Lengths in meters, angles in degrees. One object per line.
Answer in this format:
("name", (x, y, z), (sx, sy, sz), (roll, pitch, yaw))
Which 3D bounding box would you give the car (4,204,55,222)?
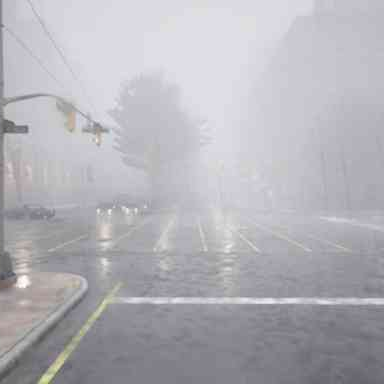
("car", (-13.118, 1.611, 26.009), (4.718, 1.301, 1.895), (0, 0, 24))

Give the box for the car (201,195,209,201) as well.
("car", (3.369, 1.561, 87.162), (2.128, 1.511, 4.902), (0, 0, 0))

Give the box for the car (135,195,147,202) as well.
("car", (-11.614, 1.556, 75.766), (2.128, 1.511, 4.902), (0, 0, 0))

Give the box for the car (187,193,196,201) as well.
("car", (-0.131, 1.260, 87.187), (2.150, 2.045, 5.566), (0, 0, 0))

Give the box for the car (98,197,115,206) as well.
("car", (-14.836, 1.618, 57.937), (1.895, 1.301, 4.718), (0, 0, 0))

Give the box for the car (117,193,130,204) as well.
("car", (-11.621, 1.244, 55.648), (2.150, 2.045, 5.566), (0, 0, 1))

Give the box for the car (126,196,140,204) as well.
("car", (-11.598, 1.590, 65.532), (1.994, 1.385, 4.181), (0, 0, 0))

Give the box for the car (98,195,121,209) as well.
("car", (-11.657, 1.544, 46.236), (1.812, 1.442, 4.674), (0, 0, 0))

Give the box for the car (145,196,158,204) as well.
("car", (-8.101, 1.575, 67.498), (2.033, 1.411, 5.357), (0, 0, 0))

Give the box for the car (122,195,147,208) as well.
("car", (-8.159, 1.567, 47.640), (2.033, 1.411, 5.357), (0, 0, 0))

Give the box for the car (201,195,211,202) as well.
("car", (3.383, 1.627, 78.129), (1.895, 1.301, 4.718), (0, 0, 0))

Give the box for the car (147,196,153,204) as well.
("car", (-8.115, 1.587, 56.876), (1.994, 1.385, 4.181), (0, 0, 1))

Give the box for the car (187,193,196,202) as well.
("car", (-0.115, 1.571, 76.946), (2.033, 1.411, 5.357), (0, 0, 0))
